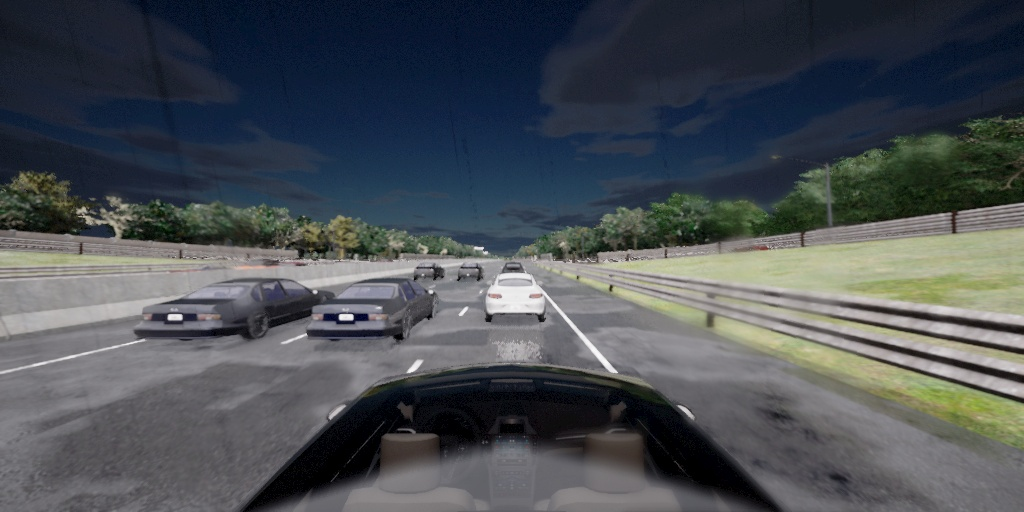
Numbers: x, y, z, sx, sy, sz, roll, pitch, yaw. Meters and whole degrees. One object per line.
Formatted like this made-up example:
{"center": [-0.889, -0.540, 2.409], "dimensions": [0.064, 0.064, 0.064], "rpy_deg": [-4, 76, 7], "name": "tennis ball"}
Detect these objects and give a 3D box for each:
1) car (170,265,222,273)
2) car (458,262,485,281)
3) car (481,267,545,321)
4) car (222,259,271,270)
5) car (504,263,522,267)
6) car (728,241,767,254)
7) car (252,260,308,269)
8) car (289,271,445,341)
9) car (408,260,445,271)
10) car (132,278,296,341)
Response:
{"center": [-24.600, 1.384, 28.786], "dimensions": [1.895, 1.301, 4.718], "rpy_deg": [0, 0, 0], "name": "car"}
{"center": [-3.404, 1.279, 30.276], "dimensions": [2.128, 1.511, 4.902], "rpy_deg": [0, 0, 0], "name": "car"}
{"center": [0.098, 1.288, 12.361], "dimensions": [1.812, 1.442, 4.674], "rpy_deg": [0, 0, 0], "name": "car"}
{"center": [-21.098, 1.136, 29.904], "dimensions": [2.097, 1.767, 4.553], "rpy_deg": [0, 0, 0], "name": "car"}
{"center": [0.097, 1.293, 30.460], "dimensions": [1.837, 1.490, 4.892], "rpy_deg": [0, 0, 0], "name": "car"}
{"center": [30.059, -0.978, 46.022], "dimensions": [2.097, 1.767, 4.553], "rpy_deg": [0, -3, -11], "name": "car"}
{"center": [-17.600, 1.261, 28.337], "dimensions": [1.882, 1.535, 5.008], "rpy_deg": [0, 0, 0], "name": "car"}
{"center": [-3.401, 1.307, 9.861], "dimensions": [2.033, 1.411, 5.357], "rpy_deg": [0, 0, 0], "name": "car"}
{"center": [-6.904, 1.279, 30.250], "dimensions": [2.128, 1.511, 4.902], "rpy_deg": [0, 0, 0], "name": "car"}
{"center": [-6.901, 1.307, 9.854], "dimensions": [2.033, 1.411, 5.357], "rpy_deg": [0, 0, 0], "name": "car"}
